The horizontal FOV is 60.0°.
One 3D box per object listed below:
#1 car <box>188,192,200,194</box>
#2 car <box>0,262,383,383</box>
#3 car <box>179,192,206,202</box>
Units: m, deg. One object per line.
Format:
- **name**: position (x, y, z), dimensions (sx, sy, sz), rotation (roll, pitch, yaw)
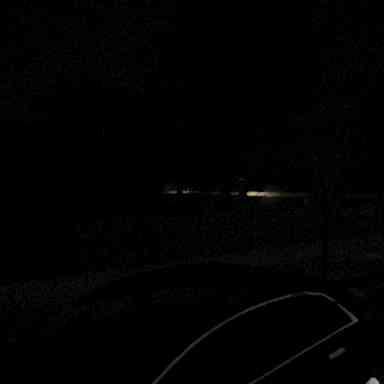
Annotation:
- **car**: position (-1.210, 0.859, 49.833), dimensions (2.033, 1.411, 5.357), rotation (0, 1, -33)
- **car**: position (-0.140, 1.478, 2.672), dimensions (4.892, 1.490, 1.837), rotation (0, 1, -38)
- **car**: position (-0.059, 0.744, 53.258), dimensions (1.882, 1.535, 5.008), rotation (0, 1, -33)
